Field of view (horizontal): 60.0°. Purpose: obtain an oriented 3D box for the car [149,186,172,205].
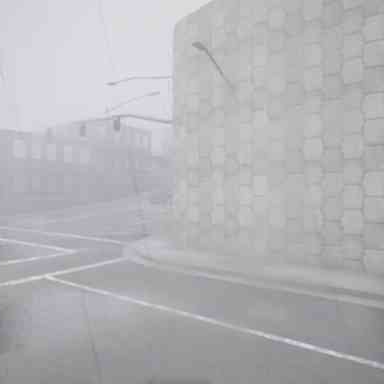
[{"bbox_3d":[-2.140,0.267,32.376,1.837,1.490,4.892,0,8,35],"label":"car"}]
